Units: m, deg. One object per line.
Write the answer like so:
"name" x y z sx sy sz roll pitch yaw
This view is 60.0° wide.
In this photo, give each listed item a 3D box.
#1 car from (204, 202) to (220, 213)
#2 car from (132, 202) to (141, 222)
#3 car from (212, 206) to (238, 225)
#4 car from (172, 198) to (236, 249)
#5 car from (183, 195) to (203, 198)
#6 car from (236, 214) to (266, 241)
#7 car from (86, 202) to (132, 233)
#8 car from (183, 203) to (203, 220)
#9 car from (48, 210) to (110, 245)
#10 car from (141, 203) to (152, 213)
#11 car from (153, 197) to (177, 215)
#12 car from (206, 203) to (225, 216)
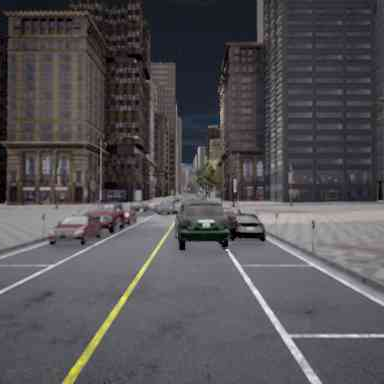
"car" 2.764 2.164 46.876 1.947 1.339 4.313 0 -1 0
"car" -5.761 1.816 27.554 1.967 1.590 4.097 0 -1 0
"car" 2.764 1.972 28.709 1.802 1.307 4.206 0 -1 0
"car" 0.342 1.445 15.927 2.150 2.045 5.566 0 -1 -5
"car" 0.083 1.840 48.755 2.150 2.045 5.566 0 -1 0
"car" 2.763 1.816 17.911 1.947 1.339 4.313 0 -1 0
"car" -5.762 1.623 22.255 2.192 1.841 5.009 0 -1 0
"car" 0.094 1.936 34.395 1.882 1.535 5.008 0 -1 0
"car" -5.762 1.819 16.951 1.802 1.307 4.206 0 -1 0
"car" -7.499 1.922 40.958 4.403 1.369 2.008 -1 0 -9
"car" -3.088 1.879 40.382 2.097 1.767 4.553 0 -1 0
"car" 2.764 2.084 39.510 1.947 1.339 4.313 0 -1 0
